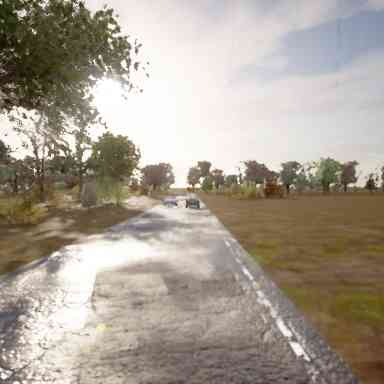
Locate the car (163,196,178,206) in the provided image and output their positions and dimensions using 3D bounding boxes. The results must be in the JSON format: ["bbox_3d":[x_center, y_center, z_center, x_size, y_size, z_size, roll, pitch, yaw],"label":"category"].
[{"bbox_3d":[-3.084,1.294,48.102,1.812,1.442,4.674,0,0,0],"label":"car"}]

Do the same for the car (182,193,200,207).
[{"bbox_3d":[0.090,1.269,46.472,2.128,1.511,4.902,0,0,0],"label":"car"}]

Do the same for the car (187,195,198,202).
[{"bbox_3d":[0.084,1.279,64.486,1.895,1.301,4.718,0,0,0],"label":"car"}]
